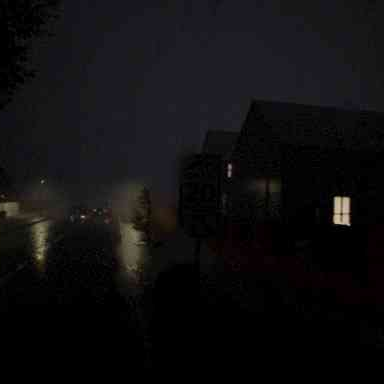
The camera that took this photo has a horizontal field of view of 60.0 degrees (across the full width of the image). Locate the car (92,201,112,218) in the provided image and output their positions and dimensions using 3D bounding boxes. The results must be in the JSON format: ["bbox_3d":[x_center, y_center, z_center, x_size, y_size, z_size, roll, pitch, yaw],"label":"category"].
[{"bbox_3d":[-10.157,2.090,37.473,1.812,1.442,4.674,2,-1,-12],"label":"car"}]

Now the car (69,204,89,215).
[{"bbox_3d":[-13.843,2.116,40.932,1.994,1.385,4.181,2,-1,-13],"label":"car"}]

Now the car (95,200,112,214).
[{"bbox_3d":[-12.417,2.076,47.009,2.097,1.767,4.553,2,-1,-13],"label":"car"}]
